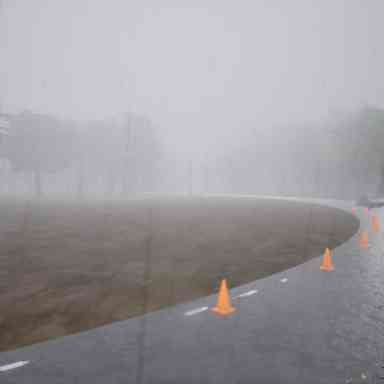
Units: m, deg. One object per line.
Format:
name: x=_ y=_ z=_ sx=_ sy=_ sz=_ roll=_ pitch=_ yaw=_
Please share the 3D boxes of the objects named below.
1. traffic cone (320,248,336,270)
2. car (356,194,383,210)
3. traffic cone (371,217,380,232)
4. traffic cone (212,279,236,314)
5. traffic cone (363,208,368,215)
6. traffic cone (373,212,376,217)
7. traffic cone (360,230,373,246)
traffic cone: x=3.972 y=1.941 z=9.742 sx=0.340 sy=0.580 sz=0.340 roll=-1 pitch=0 yaw=42
car: x=17.369 y=0.868 z=31.889 sx=2.033 sy=1.411 sz=5.357 roll=-1 pitch=1 yaw=10
traffic cone: x=9.579 y=1.742 z=17.319 sx=0.340 sy=0.580 sz=0.340 roll=-1 pitch=1 yaw=31
traffic cone: x=0.620 y=1.981 z=6.418 sx=0.340 sy=0.580 sz=0.340 roll=0 pitch=0 yaw=-42
traffic cone: x=13.545 y=1.477 z=25.877 sx=0.340 sy=0.580 sz=0.340 roll=-1 pitch=1 yaw=19
traffic cone: x=11.779 y=1.607 z=21.497 sx=0.340 sy=0.580 sz=0.340 roll=-1 pitch=1 yaw=25
traffic cone: x=6.967 y=1.861 z=13.388 sx=0.340 sy=0.580 sz=0.340 roll=-1 pitch=1 yaw=37
